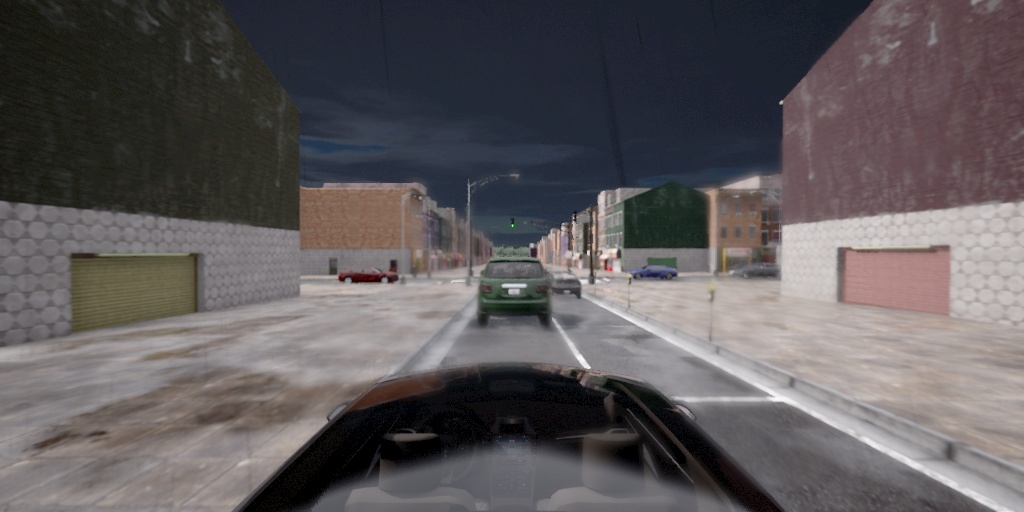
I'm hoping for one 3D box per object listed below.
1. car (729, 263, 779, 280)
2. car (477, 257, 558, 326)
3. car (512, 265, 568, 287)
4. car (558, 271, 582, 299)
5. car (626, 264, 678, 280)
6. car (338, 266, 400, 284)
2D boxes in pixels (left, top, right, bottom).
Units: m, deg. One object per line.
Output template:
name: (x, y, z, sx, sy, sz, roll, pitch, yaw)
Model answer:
car: (23.243, 1.440, 34.027, 4.902, 1.511, 2.128, 0, 1, 0)
car: (0.068, 1.081, 12.224, 2.150, 2.045, 5.566, 0, -1, 0)
car: (2.386, 1.540, 28.801, 2.128, 1.511, 4.902, -1, -1, 38)
car: (2.628, 1.487, 19.117, 2.007, 1.370, 4.403, 0, 0, 0)
car: (13.257, 1.514, 34.046, 4.674, 1.442, 1.812, 0, 1, 1)
car: (-12.344, 1.658, 31.077, 5.008, 1.535, 1.882, 0, 1, -1)
